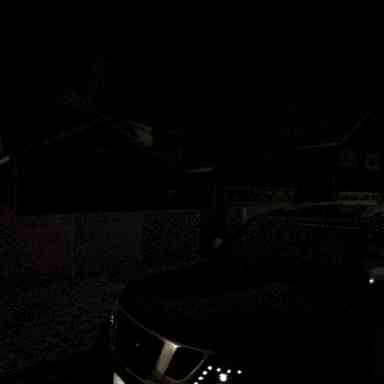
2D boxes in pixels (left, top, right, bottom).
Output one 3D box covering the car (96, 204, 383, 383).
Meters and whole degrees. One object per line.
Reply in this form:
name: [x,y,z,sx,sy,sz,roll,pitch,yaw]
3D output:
car: [1.688,1.222,4.266,5.566,2.045,2.150,0,0,-35]
